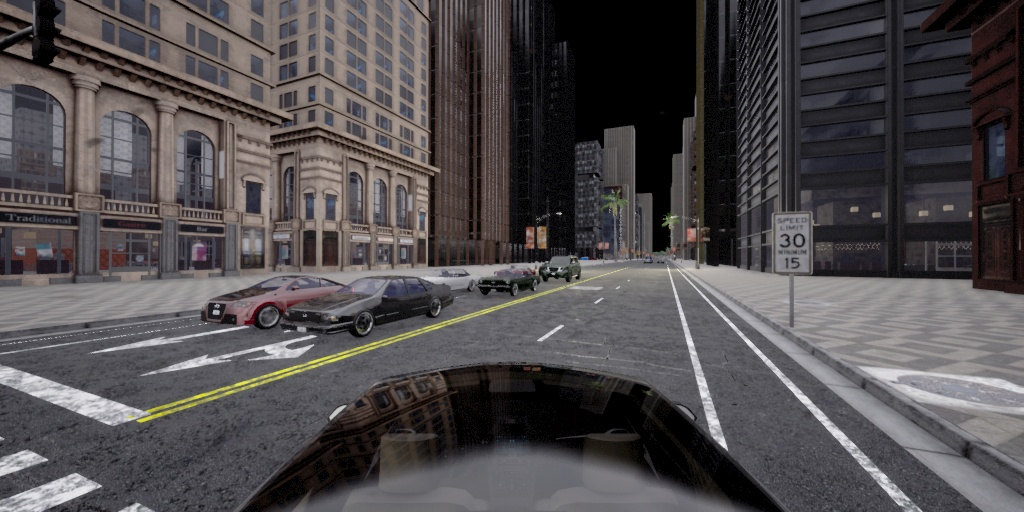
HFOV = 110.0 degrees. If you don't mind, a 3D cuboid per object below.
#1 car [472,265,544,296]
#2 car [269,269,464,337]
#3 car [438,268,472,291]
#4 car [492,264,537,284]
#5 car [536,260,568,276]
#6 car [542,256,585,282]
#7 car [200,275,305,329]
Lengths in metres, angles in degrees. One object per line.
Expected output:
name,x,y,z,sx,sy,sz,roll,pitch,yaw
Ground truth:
car,-0.040,1.358,19.519,1.895,1.301,4.718,0,0,23
car,-3.800,1.299,10.698,2.033,1.411,5.357,0,0,23
car,-3.626,1.357,19.398,1.895,1.301,4.718,0,0,23
car,0.283,1.364,28.561,1.895,1.301,4.718,0,0,23
car,4.320,1.251,37.935,1.882,1.535,5.008,0,0,24
car,4.158,0.987,29.357,2.150,2.045,5.566,0,0,23
car,-7.057,1.316,11.337,1.994,1.385,4.181,0,0,23
